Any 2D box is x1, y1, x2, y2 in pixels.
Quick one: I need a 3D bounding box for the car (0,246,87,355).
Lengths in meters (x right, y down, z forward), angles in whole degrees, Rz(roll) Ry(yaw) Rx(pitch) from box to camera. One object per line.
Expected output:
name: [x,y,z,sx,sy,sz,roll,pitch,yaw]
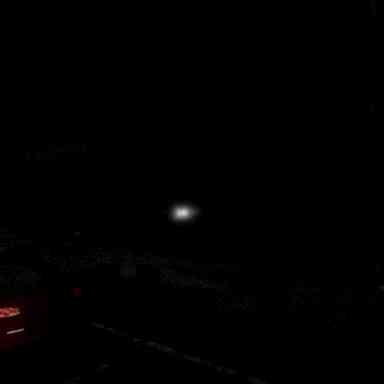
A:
car: [-3.502,1.581,5.556,4.206,1.307,1.802,0,0,35]
